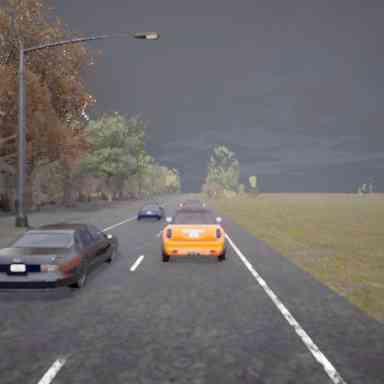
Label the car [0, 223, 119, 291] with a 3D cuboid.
[{"bbox_3d":[-3.454,1.566,9.143,2.033,1.411,5.357,0,0,0],"label":"car"}]

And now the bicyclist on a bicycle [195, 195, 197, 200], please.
[{"bbox_3d":[0.986,1.627,85.480,0.582,1.620,1.656,0,0,0],"label":"bicyclist on a bicycle"}]

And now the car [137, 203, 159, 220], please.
[{"bbox_3d":[-3.419,1.621,28.438,1.994,1.385,4.181,0,0,0],"label":"car"}]

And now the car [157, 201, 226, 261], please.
[{"bbox_3d":[0.072,1.376,12.583,2.097,1.767,4.553,0,0,0],"label":"car"}]
